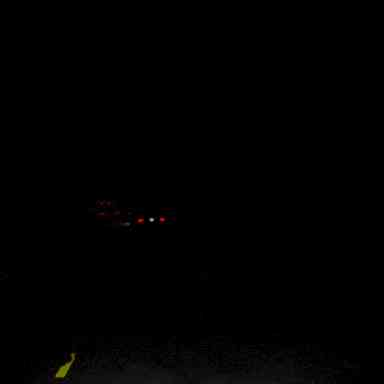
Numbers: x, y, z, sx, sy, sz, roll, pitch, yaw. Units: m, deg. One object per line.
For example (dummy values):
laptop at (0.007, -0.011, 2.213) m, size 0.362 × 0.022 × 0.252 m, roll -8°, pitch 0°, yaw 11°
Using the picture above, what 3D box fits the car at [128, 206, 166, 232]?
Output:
car at (-2.907, 1.612, 21.003) m, size 2.033 × 1.411 × 5.357 m, roll -1°, pitch 0°, yaw -15°

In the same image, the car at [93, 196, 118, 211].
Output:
car at (-10.368, 1.267, 39.492) m, size 2.097 × 1.767 × 4.553 m, roll -1°, pitch 1°, yaw -28°
